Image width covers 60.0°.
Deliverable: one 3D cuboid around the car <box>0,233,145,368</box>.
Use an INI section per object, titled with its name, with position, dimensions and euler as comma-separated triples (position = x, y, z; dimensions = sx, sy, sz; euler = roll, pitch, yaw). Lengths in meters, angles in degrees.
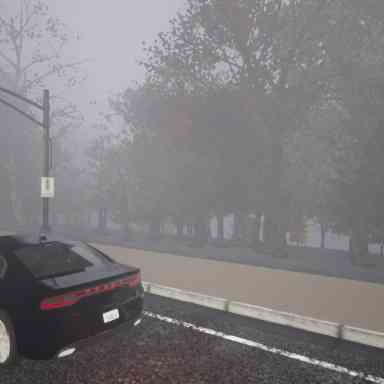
[car]
position = -3.051, 1.477, 5.855
dimensions = 5.008, 1.535, 1.882
euler = 0, 0, 37
